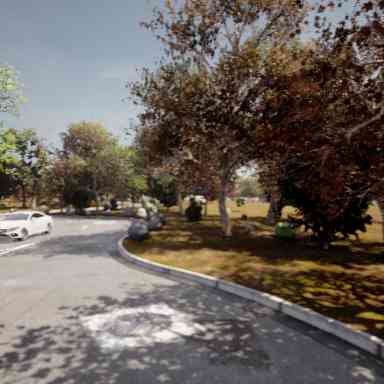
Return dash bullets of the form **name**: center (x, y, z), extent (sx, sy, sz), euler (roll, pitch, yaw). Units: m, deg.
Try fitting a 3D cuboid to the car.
- **car**: center (-9.455, 1.820, 18.651), extent (1.812, 1.442, 4.674), euler (-2, 0, 1)
